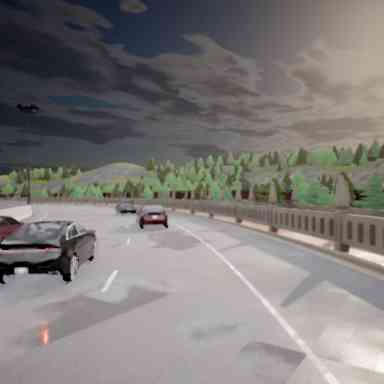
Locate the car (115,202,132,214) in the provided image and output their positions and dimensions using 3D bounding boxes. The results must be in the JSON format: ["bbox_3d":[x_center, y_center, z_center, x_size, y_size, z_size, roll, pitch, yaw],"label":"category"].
[{"bbox_3d":[-7.854,1.874,39.453,1.994,1.385,4.181,0,0,-21],"label":"car"}]

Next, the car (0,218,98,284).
[{"bbox_3d":[-4.089,1.584,9.913,2.128,1.511,4.902,0,0,-6],"label":"car"}]

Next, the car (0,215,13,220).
[{"bbox_3d":[-8.048,1.668,13.576,1.812,1.442,4.674,0,0,-8],"label":"car"}]

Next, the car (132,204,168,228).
[{"bbox_3d":[-2.913,1.680,23.897,2.163,1.488,4.792,0,0,-13],"label":"car"}]
